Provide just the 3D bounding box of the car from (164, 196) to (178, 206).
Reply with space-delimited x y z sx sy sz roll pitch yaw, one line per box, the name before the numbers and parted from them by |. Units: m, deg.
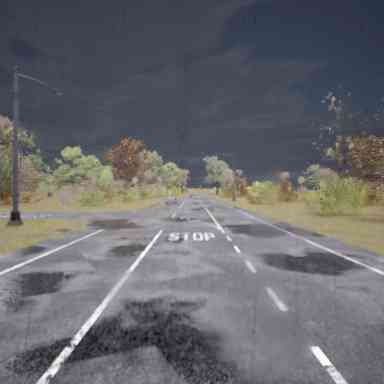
car | -3.405 1.444 54.266 1.812 1.442 4.674 0 0 0
